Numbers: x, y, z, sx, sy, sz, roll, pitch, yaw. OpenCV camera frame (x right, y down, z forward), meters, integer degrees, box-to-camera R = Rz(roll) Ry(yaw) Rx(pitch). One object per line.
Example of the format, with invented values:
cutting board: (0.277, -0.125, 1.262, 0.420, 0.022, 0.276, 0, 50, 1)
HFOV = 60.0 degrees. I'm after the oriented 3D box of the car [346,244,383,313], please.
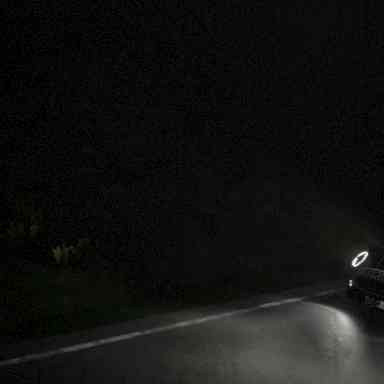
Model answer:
car: (5.163, 1.288, 6.385, 4.553, 1.767, 2.097, 1, 1, -28)
